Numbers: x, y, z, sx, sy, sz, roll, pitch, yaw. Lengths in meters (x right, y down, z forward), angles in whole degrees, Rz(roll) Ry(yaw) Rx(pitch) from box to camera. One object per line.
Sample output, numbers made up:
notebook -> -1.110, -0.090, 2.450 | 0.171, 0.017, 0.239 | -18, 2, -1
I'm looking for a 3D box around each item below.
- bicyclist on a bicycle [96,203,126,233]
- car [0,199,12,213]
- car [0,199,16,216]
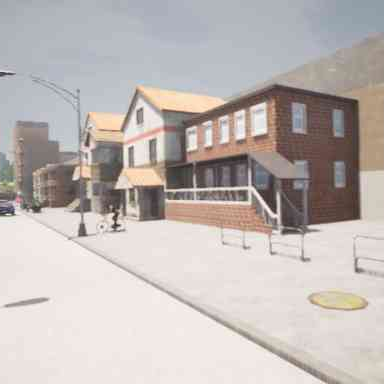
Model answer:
bicyclist on a bicycle -> -4.401, 1.392, 18.007 | 1.656, 1.620, 0.582 | -2, 0, -31
car -> -26.102, 1.884, 45.800 | 2.097, 1.767, 4.553 | -2, 0, -31
car -> -20.933, 1.902, 37.299 | 1.882, 1.535, 5.008 | -2, 0, -30
